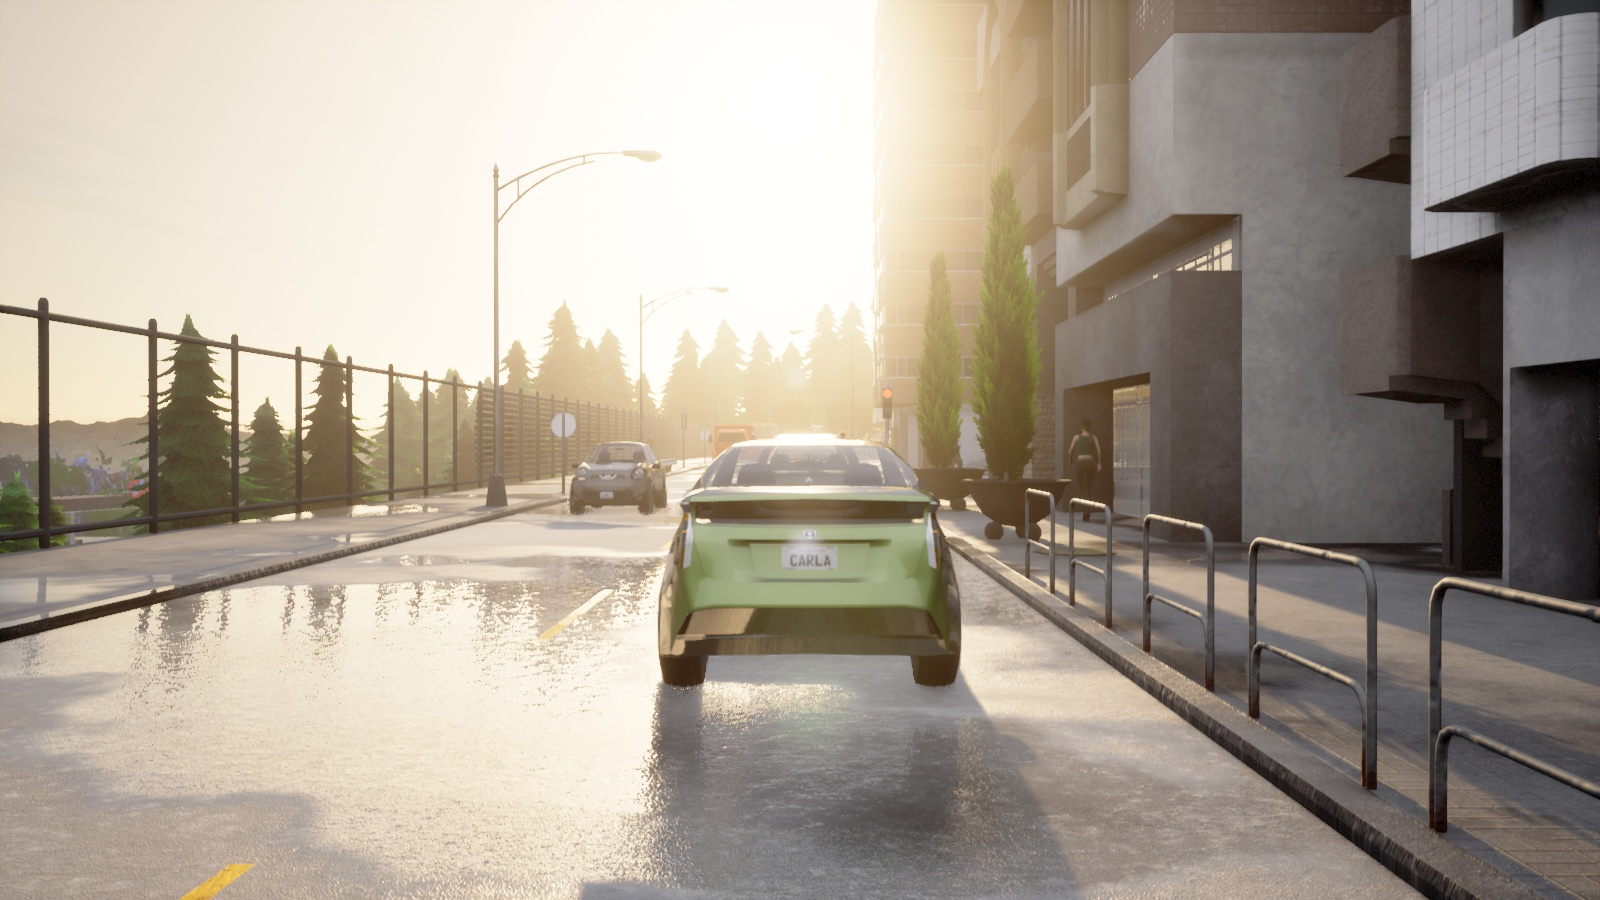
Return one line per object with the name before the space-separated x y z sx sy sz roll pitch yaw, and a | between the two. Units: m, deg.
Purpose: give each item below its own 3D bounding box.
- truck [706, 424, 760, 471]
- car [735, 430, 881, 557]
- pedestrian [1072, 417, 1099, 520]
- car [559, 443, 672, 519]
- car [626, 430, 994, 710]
truck | -3.613 -0.151 68.693 2.627 2.467 5.204 0 0 0
car | 0.110 0.538 17.896 1.851 1.617 3.988 0 0 0
pedestrian | 5.107 0.326 22.508 0.345 1.836 0.594 0 0 0
car | -3.845 0.599 26.681 1.845 1.501 3.633 0 0 0
car | 0.063 0.639 9.105 2.007 1.525 4.514 0 0 0
